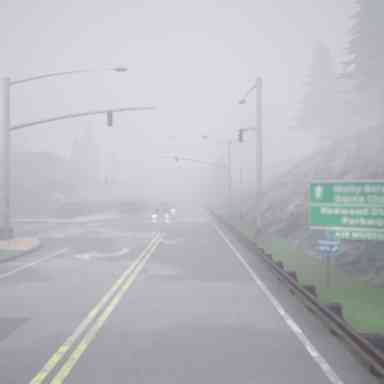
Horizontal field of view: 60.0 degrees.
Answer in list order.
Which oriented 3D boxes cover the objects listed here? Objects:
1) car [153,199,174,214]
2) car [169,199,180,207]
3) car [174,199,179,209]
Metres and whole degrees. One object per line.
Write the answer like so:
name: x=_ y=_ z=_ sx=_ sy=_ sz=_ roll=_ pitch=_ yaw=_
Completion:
car: x=-3.597 y=1.909 z=41.028 sx=1.837 sy=1.490 sz=4.892 roll=0 pitch=0 yaw=0
car: x=-3.537 y=2.217 z=68.581 sx=2.033 sy=1.411 sz=5.357 roll=0 pitch=-1 yaw=0
car: x=-3.563 y=2.045 z=55.940 sx=2.128 sy=1.511 sz=4.902 roll=0 pitch=-1 yaw=0
